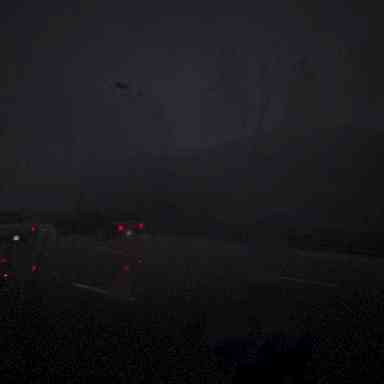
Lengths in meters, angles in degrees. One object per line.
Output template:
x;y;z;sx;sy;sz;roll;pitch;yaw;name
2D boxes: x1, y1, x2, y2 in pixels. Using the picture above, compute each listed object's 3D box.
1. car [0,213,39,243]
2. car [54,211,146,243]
-8.896;1.560;14.684;4.718;1.301;1.895;0;0;35;car
-4.528;1.557;15.883;4.718;1.301;1.895;0;0;35;car
